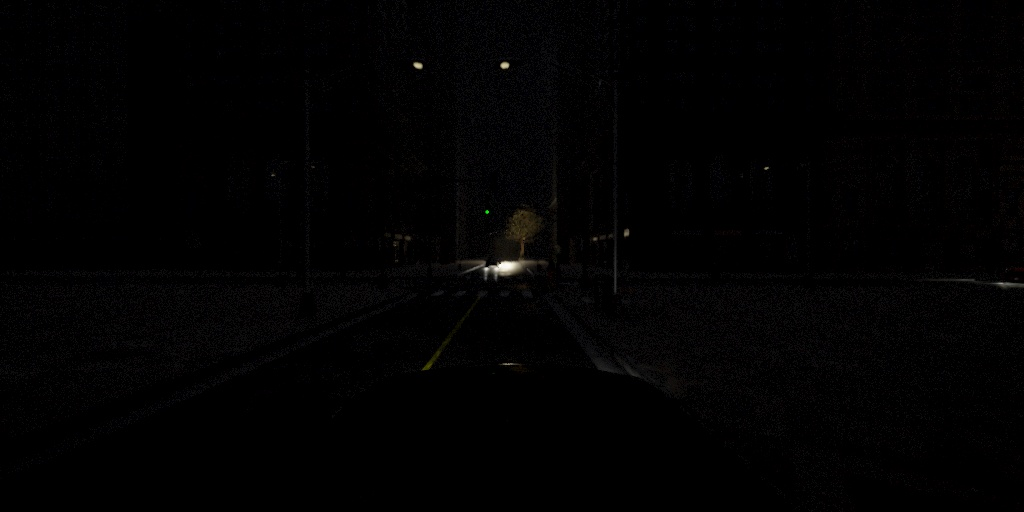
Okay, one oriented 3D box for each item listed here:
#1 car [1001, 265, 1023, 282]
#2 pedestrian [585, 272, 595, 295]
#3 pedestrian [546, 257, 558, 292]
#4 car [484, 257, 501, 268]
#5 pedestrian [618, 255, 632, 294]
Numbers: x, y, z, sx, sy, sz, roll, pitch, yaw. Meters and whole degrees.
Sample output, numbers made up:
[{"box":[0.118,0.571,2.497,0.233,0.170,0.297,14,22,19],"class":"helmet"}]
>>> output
[{"box":[39.104,1.092,26.201,4.553,1.767,2.097,0,0,0],"class":"car"},{"box":[3.685,0.816,16.323,0.375,1.860,0.375,0,0,0],"class":"pedestrian"},{"box":[1.946,0.846,17.522,0.375,1.860,0.375,0,0,0],"class":"pedestrian"},{"box":[-3.074,0.977,55.000,1.837,1.490,4.892,0,1,1],"class":"car"},{"box":[5.384,0.817,16.924,0.375,1.860,0.375,0,0,0],"class":"pedestrian"}]
